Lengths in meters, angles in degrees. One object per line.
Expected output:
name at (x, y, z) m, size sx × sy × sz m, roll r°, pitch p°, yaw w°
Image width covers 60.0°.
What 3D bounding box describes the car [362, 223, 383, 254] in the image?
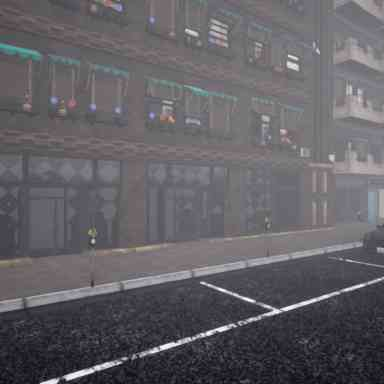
car at (8.093, 1.565, 12.311) m, size 4.313 × 1.339 × 1.947 m, roll 0°, pitch 0°, yaw -35°
